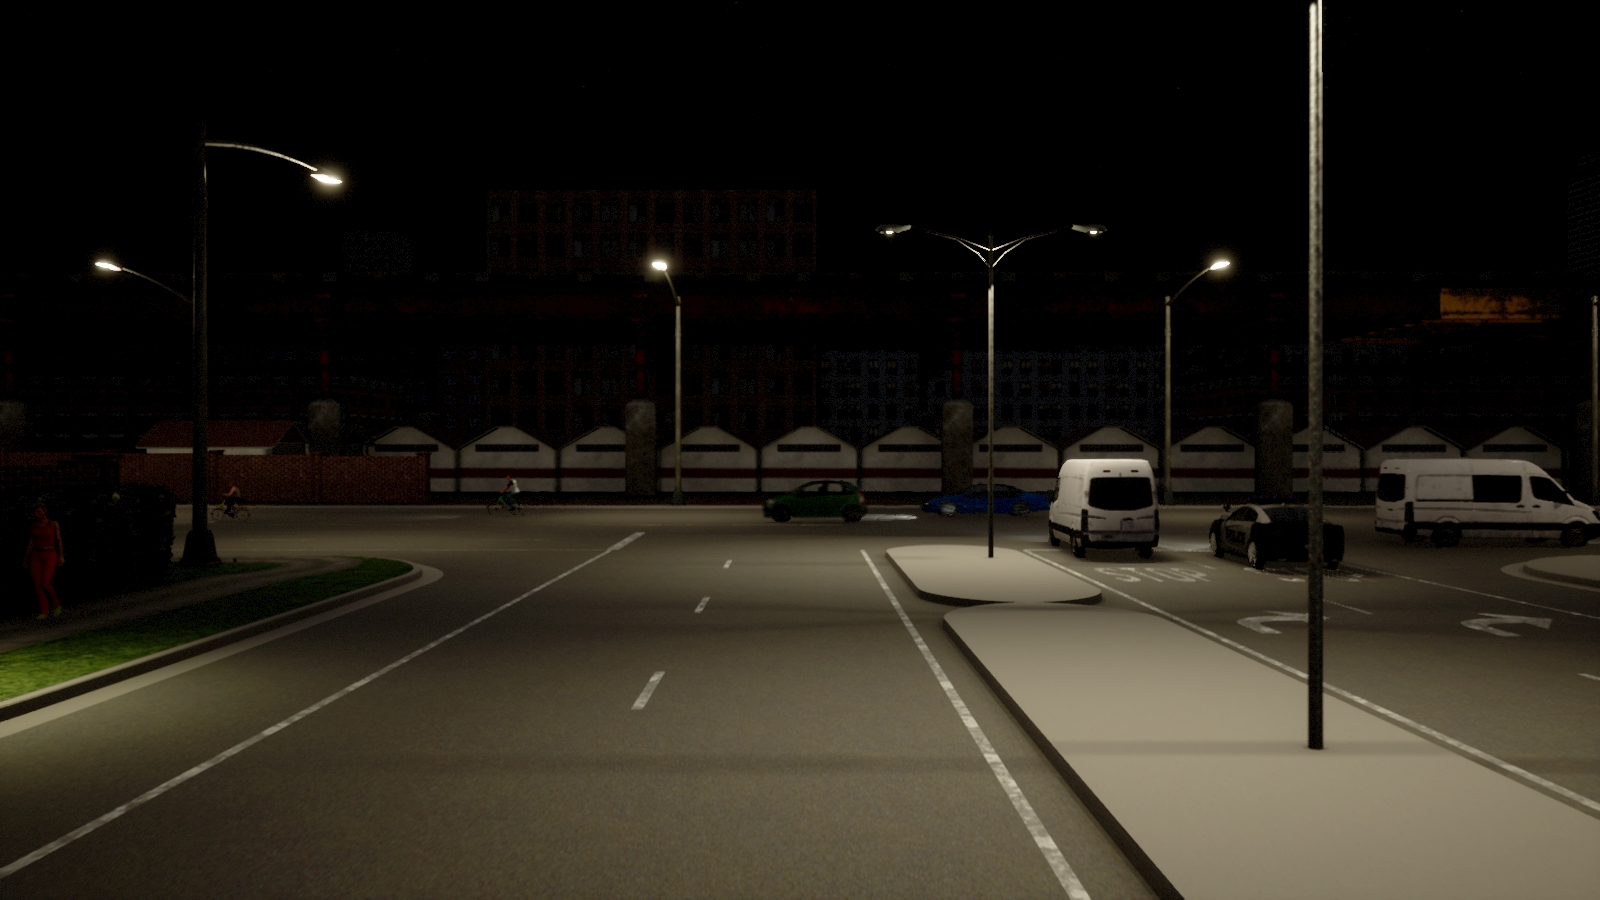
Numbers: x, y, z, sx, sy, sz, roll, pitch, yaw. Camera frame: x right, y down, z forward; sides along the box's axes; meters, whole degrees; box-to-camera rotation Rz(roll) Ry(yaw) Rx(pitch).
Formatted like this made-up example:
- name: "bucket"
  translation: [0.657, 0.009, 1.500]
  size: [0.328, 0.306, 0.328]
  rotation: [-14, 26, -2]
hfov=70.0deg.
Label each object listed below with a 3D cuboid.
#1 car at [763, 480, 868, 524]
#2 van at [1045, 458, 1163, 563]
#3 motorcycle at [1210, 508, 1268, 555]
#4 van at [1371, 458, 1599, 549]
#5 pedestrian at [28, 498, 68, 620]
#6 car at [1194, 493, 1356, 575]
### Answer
- name: "car"
  translation: [0.581, 1.996, 44.126]
  size: [3.988, 1.617, 1.851]
  rotation: [0, 0, 0]
- name: "van"
  translation: [8.232, 1.533, 31.518]
  size: [1.988, 2.561, 5.915]
  rotation: [0, 0, 3]
- name: "motorcycle"
  translation: [11.996, 2.212, 31.276]
  size: [0.803, 1.145, 2.033]
  rotation: [0, 0, 0]
- name: "van"
  translation: [20.224, 1.534, 33.563]
  size: [5.915, 2.561, 1.988]
  rotation: [0, 0, 0]
- name: "pedestrian"
  translation: [-11.730, 1.693, 17.825]
  size: [0.375, 1.860, 0.375]
  rotation: [0, 0, 0]
- name: "car"
  translation: [11.542, 1.982, 28.212]
  size: [2.097, 1.638, 5.238]
  rotation: [0, 0, 3]
